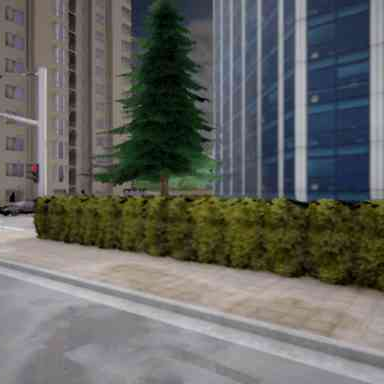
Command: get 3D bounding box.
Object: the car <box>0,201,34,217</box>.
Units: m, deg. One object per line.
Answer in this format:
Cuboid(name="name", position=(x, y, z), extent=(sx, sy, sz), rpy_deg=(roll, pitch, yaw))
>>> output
Cuboid(name="car", position=(-15.772, 1.539, 32.118), extent=(2.033, 1.411, 5.357), rpy_deg=(0, 0, 36))
